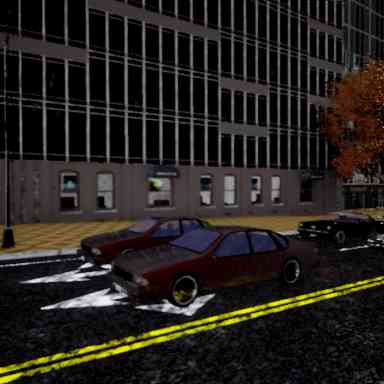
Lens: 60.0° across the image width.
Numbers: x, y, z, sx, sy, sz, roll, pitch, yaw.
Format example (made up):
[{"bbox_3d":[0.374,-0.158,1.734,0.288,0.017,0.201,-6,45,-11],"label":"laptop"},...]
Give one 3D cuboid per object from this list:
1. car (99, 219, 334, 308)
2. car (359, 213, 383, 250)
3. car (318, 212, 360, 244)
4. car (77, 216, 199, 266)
[{"bbox_3d":[0.797,1.527,8.000,5.357,1.411,2.033,1,0,-33],"label":"car"},{"bbox_3d":[9.013,1.564,13.234,4.892,1.490,1.837,1,0,-33],"label":"car"},{"bbox_3d":[7.264,1.631,15.973,4.718,1.301,1.895,1,0,-32],"label":"car"},{"bbox_3d":[-0.825,1.500,10.819,5.357,1.411,2.033,1,0,-33],"label":"car"}]
